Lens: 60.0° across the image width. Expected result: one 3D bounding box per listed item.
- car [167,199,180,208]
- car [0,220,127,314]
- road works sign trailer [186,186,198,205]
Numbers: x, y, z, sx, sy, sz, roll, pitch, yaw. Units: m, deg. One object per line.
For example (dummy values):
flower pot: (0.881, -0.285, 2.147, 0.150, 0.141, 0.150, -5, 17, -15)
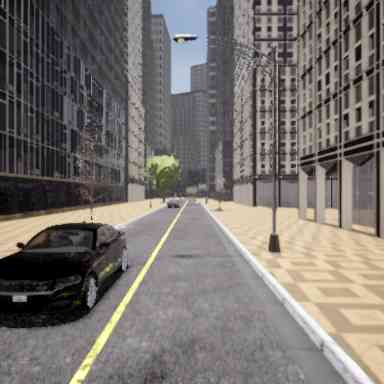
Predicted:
car: (-2.814, 1.727, 51.225, 2.033, 1.411, 5.357, 0, 0, 0)
car: (-2.851, 1.499, 7.999, 1.882, 1.535, 5.008, 0, 0, 0)
road works sign trailer: (-0.001, 0.708, 64.635, 2.380, 3.560, 2.880, 0, 0, 0)
